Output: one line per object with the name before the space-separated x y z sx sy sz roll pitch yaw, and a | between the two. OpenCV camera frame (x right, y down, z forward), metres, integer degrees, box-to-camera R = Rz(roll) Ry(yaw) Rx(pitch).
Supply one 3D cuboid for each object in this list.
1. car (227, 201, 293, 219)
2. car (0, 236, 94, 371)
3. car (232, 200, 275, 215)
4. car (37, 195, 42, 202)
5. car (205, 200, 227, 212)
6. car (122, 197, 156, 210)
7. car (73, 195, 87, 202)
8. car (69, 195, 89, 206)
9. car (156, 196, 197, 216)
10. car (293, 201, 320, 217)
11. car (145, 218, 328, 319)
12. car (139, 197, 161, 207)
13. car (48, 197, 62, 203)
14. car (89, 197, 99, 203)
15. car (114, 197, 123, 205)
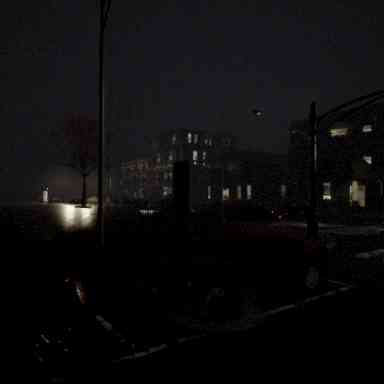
car | 5.246 1.541 26.340 1.895 1.301 4.718 1 -1 -35
car | -3.452 1.444 4.041 4.097 1.590 1.967 0 1 -35
car | 6.393 1.587 35.078 1.947 1.339 4.313 0 0 -35
car | -35.873 1.767 81.161 1.752 1.417 4.829 0 0 -35
car | 3.273 1.629 39.583 1.802 1.307 4.206 0 0 -35
car | -6.904 1.531 43.913 2.128 1.511 4.902 1 -1 -35
car | -29.081 1.630 86.075 2.192 1.841 5.009 0 0 -35
car | -20.071 1.634 58.343 1.752 1.417 4.829 0 0 -35
car | -1.311 1.392 31.030 1.967 1.590 4.097 0 0 -35
car | 9.514 1.547 30.571 2.008 1.369 4.403 0 0 -35
car | 1.144 1.516 7.320 4.507 1.381 1.887 0 1 -35
car | -6.918 1.570 54.160 1.967 1.590 4.097 0 0 -35
car | -29.648 1.755 72.173 1.947 1.339 4.313 0 0 -35
car | -22.857 1.787 77.086 1.752 1.417 4.829 0 0 -35
car | -13.279 1.622 63.257 1.967 1.590 4.097 0 0 -35
